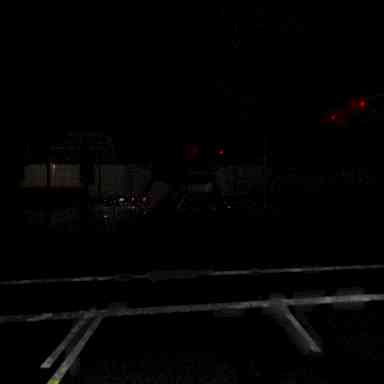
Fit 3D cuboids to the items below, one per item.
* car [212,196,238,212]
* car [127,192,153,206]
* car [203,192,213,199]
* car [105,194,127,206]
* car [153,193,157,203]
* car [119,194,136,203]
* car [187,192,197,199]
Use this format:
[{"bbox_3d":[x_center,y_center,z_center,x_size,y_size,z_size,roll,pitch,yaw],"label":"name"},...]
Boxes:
[{"bbox_3d":[3.606,1.214,34.511,2.128,1.511,4.902,0,1,0],"label":"car"},{"bbox_3d":[-7.031,0.957,45.694,2.097,1.767,4.553,0,1,0],"label":"car"},{"bbox_3d":[3.511,0.744,71.560,1.994,1.385,4.181,0,1,0],"label":"car"},{"bbox_3d":[-10.526,1.113,45.605,1.837,1.490,4.892,0,1,0],"label":"car"},{"bbox_3d":[-7.032,0.856,54.536,2.097,1.767,4.553,0,1,0],"label":"car"},{"bbox_3d":[-10.530,1.072,54.511,1.994,1.385,4.181,0,1,0],"label":"car"},{"bbox_3d":[0.011,0.694,71.560,1.837,1.490,4.892,0,1,0],"label":"car"}]
